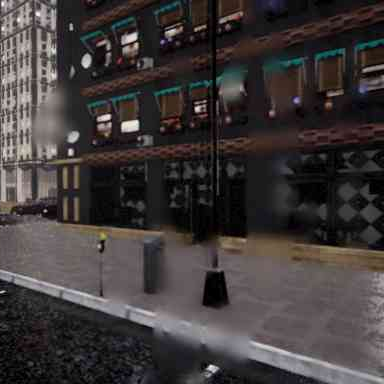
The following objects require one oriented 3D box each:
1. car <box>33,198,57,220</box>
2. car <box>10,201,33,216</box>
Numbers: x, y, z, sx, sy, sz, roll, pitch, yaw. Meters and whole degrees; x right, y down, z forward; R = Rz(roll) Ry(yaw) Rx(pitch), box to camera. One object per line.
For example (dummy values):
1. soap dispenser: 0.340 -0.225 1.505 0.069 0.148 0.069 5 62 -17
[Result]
1. car: -8.495 1.243 23.656 1.947 1.339 4.313 1 2 35
2. car: -12.377 1.215 28.219 2.033 1.411 5.357 0 1 35
